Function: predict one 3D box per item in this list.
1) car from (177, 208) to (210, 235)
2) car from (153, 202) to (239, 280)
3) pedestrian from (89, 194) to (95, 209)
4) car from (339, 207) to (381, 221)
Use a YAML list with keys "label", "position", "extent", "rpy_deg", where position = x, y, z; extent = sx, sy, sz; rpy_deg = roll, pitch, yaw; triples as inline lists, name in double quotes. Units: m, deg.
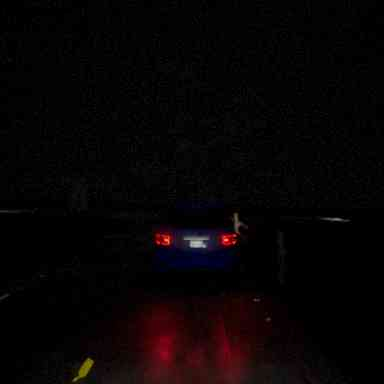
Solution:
- label: "car"
  position: [0.035, 1.768, 21.137]
  extent: [1.895, 1.301, 4.718]
  rpy_deg: [0, 0, -1]
- label: "car"
  position: [0.094, 1.304, 10.339]
  extent: [2.150, 2.045, 5.566]
  rpy_deg: [0, 0, 0]
- label: "pedestrian"
  position: [-12.063, 1.122, 40.126]
  extent: [0.375, 1.860, 0.375]
  rpy_deg: [0, 0, 0]
- label: "car"
  position: [18.686, 2.426, 36.983]
  extent: [4.181, 1.385, 1.994]
  rpy_deg: [2, 2, 0]
